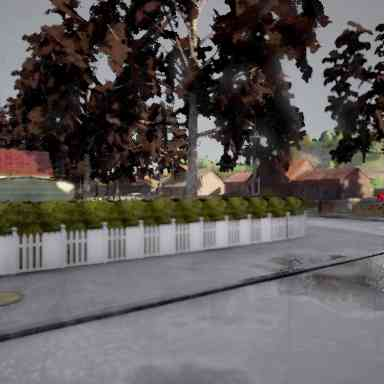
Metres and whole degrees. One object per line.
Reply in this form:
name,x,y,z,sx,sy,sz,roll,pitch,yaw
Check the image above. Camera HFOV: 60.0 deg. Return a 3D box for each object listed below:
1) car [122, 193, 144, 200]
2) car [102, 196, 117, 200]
car,-10.102,1.226,56.740,2.150,2.045,5.566,0,0,-35
car,-16.289,1.496,65.413,2.128,1.511,4.902,0,0,-36
